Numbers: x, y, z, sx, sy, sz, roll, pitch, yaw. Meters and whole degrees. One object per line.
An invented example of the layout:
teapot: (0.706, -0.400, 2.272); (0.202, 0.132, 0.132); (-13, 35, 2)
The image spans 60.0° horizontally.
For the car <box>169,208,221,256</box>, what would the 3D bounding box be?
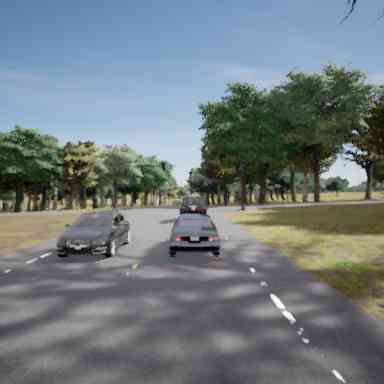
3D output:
car: (0.098, 1.573, 13.230); (2.033, 1.411, 5.357); (0, 0, 0)

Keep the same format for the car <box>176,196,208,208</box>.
car: (0.101, 1.346, 27.194); (2.150, 2.045, 5.566); (0, -1, 0)

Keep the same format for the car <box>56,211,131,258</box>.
car: (-3.597, 1.529, 12.926); (1.837, 1.490, 4.892); (0, 0, 0)
